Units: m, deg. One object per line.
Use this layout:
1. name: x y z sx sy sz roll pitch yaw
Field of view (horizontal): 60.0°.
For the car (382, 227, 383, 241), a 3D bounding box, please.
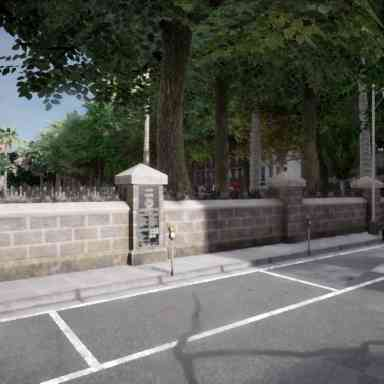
1. car: 9.756 1.309 13.500 5.009 1.841 2.192 0 0 -36
